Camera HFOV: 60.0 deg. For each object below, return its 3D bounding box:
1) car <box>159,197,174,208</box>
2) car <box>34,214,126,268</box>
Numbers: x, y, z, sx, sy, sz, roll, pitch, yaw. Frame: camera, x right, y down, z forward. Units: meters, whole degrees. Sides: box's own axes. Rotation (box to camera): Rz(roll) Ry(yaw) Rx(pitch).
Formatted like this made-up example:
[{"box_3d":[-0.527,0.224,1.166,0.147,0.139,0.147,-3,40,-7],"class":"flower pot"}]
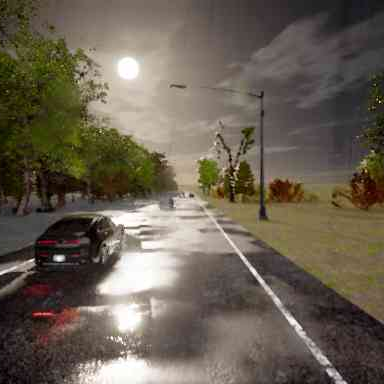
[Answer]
[{"box_3d":[-3.538,1.463,47.146,2.128,1.511,4.902,0,0,0],"class":"car"},{"box_3d":[-3.508,1.504,11.211,1.837,1.490,4.892,0,0,0],"class":"car"}]
